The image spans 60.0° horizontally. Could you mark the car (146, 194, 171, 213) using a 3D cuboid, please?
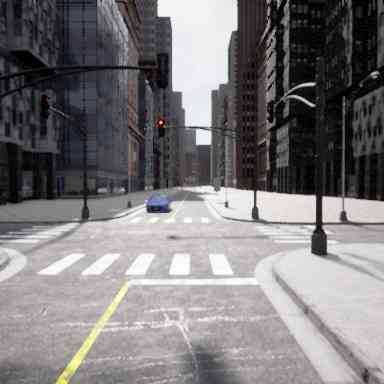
[{"bbox_3d":[-2.861,0.972,29.210,1.882,1.535,5.008,0,2,0],"label":"car"}]
